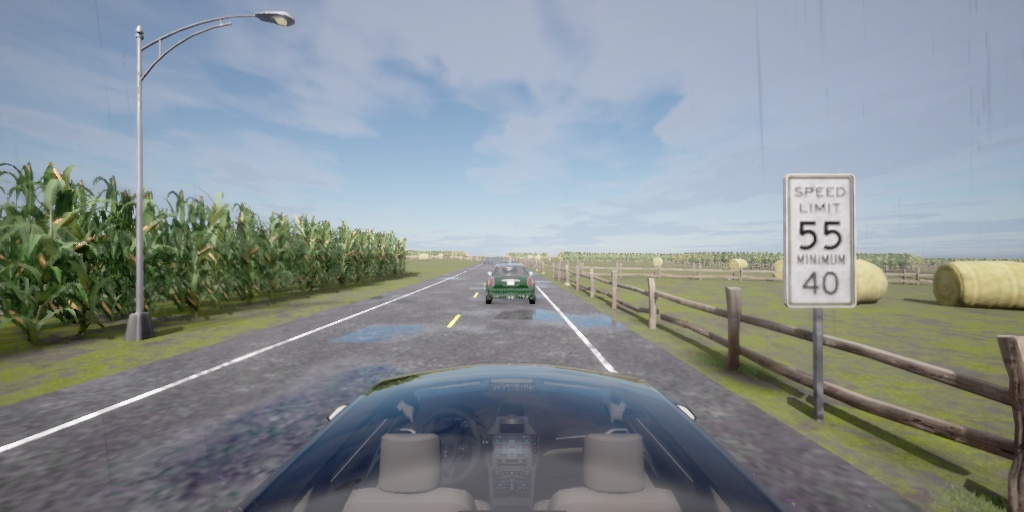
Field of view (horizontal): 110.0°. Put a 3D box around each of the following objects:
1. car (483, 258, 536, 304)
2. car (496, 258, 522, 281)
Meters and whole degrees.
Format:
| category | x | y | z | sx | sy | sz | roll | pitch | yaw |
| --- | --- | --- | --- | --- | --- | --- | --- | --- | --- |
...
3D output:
| category | x | y | z | sx | sy | sz | roll | pitch | yaw |
| --- | --- | --- | --- | --- | --- | --- | --- | --- | --- |
| car | -0.070 | 1.117 | 16.492 | 2.097 | 1.767 | 4.553 | 0 | 0 | -1 |
| car | -0.282 | 1.113 | 31.507 | 2.097 | 1.767 | 4.553 | 0 | 0 | -1 |
